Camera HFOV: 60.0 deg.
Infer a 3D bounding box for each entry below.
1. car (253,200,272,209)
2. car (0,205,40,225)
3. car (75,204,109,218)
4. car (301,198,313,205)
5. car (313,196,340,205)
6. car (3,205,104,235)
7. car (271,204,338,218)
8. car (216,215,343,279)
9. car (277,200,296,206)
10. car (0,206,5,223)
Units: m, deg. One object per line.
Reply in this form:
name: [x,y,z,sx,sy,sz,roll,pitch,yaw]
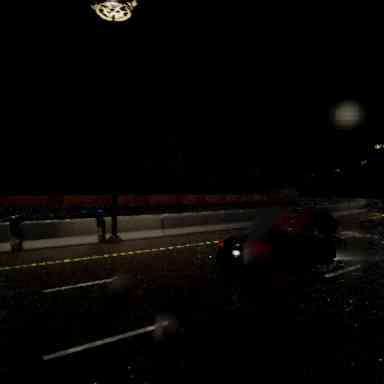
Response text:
car: [11.824,2.076,55.636,1.994,1.385,4.181,-1,-1,37]
car: [-15.499,1.915,27.643,4.902,1.511,2.128,0,-1,-38]
car: [-8.458,1.684,24.331,4.553,1.767,2.097,0,-1,-40]
car: [19.211,1.788,53.930,2.097,1.767,4.553,-1,-1,36]
car: [20.202,1.599,49.251,2.150,2.045,5.566,-1,-1,37]
car: [-8.220,1.761,20.014,5.008,1.535,1.882,0,-1,-39]
car: [6.629,1.656,18.360,4.892,1.490,1.837,0,0,-43]
car: [2.749,1.660,10.486,4.181,1.385,1.994,0,-1,-40]
car: [15.521,2.037,54.764,1.994,1.385,4.181,-1,-1,37]
car: [-12.137,1.924,25.795,5.357,1.411,2.033,0,-1,-39]
